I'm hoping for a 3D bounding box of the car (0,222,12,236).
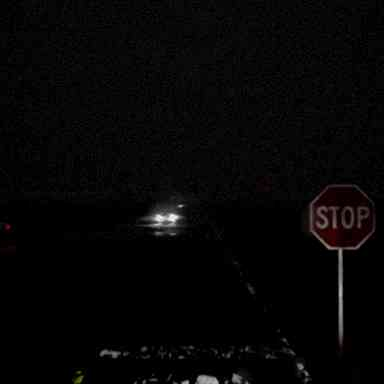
[{"bbox_3d":[-11.146,1.726,15.424,4.718,1.301,1.895,-1,-1,2],"label":"car"}]

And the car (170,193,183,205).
[{"bbox_3d":[-2.762,1.162,60.445,2.150,2.045,5.566,0,0,0],"label":"car"}]

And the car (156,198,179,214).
[{"bbox_3d":[-2.757,1.604,36.015,1.895,1.301,4.718,0,0,0],"label":"car"}]
